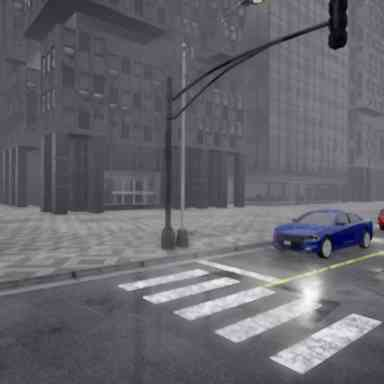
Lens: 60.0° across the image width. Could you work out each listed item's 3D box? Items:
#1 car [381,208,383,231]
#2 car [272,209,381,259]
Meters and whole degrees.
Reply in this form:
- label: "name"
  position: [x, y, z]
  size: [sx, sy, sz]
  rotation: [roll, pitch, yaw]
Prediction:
- label: "car"
  position: [12.779, 1.180, 19.131]
  size: [5.566, 2.045, 2.150]
  rotation: [0, 1, -40]
- label: "car"
  position: [5.079, 1.420, 12.662]
  size: [5.008, 1.535, 1.882]
  rotation: [0, 1, -40]
